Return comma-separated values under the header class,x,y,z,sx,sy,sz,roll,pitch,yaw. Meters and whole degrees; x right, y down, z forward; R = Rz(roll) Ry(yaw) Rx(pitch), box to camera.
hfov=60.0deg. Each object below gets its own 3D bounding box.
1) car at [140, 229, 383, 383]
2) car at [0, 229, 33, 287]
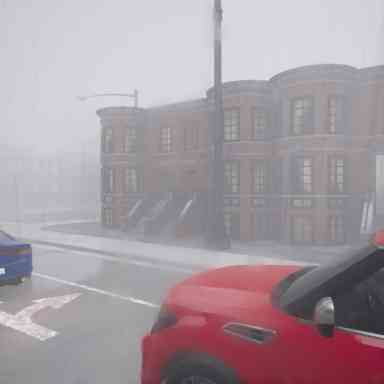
class,x,y,z,sx,sy,sz,roll,pitch,yaw
car,2.138,1.221,2.464,5.566,2.045,2.150,0,0,36
car,-5.950,1.478,8.236,5.008,1.535,1.882,0,0,36
